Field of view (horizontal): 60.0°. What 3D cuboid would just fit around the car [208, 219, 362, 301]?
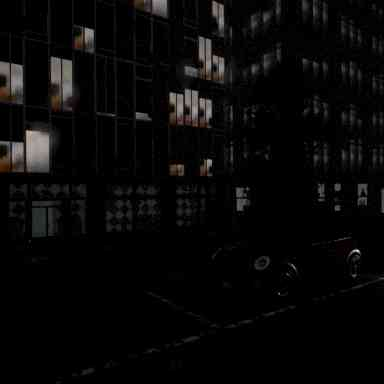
[{"bbox_3d":[2.344,1.439,8.225,4.097,1.590,1.967,0,-1,-35],"label":"car"}]
